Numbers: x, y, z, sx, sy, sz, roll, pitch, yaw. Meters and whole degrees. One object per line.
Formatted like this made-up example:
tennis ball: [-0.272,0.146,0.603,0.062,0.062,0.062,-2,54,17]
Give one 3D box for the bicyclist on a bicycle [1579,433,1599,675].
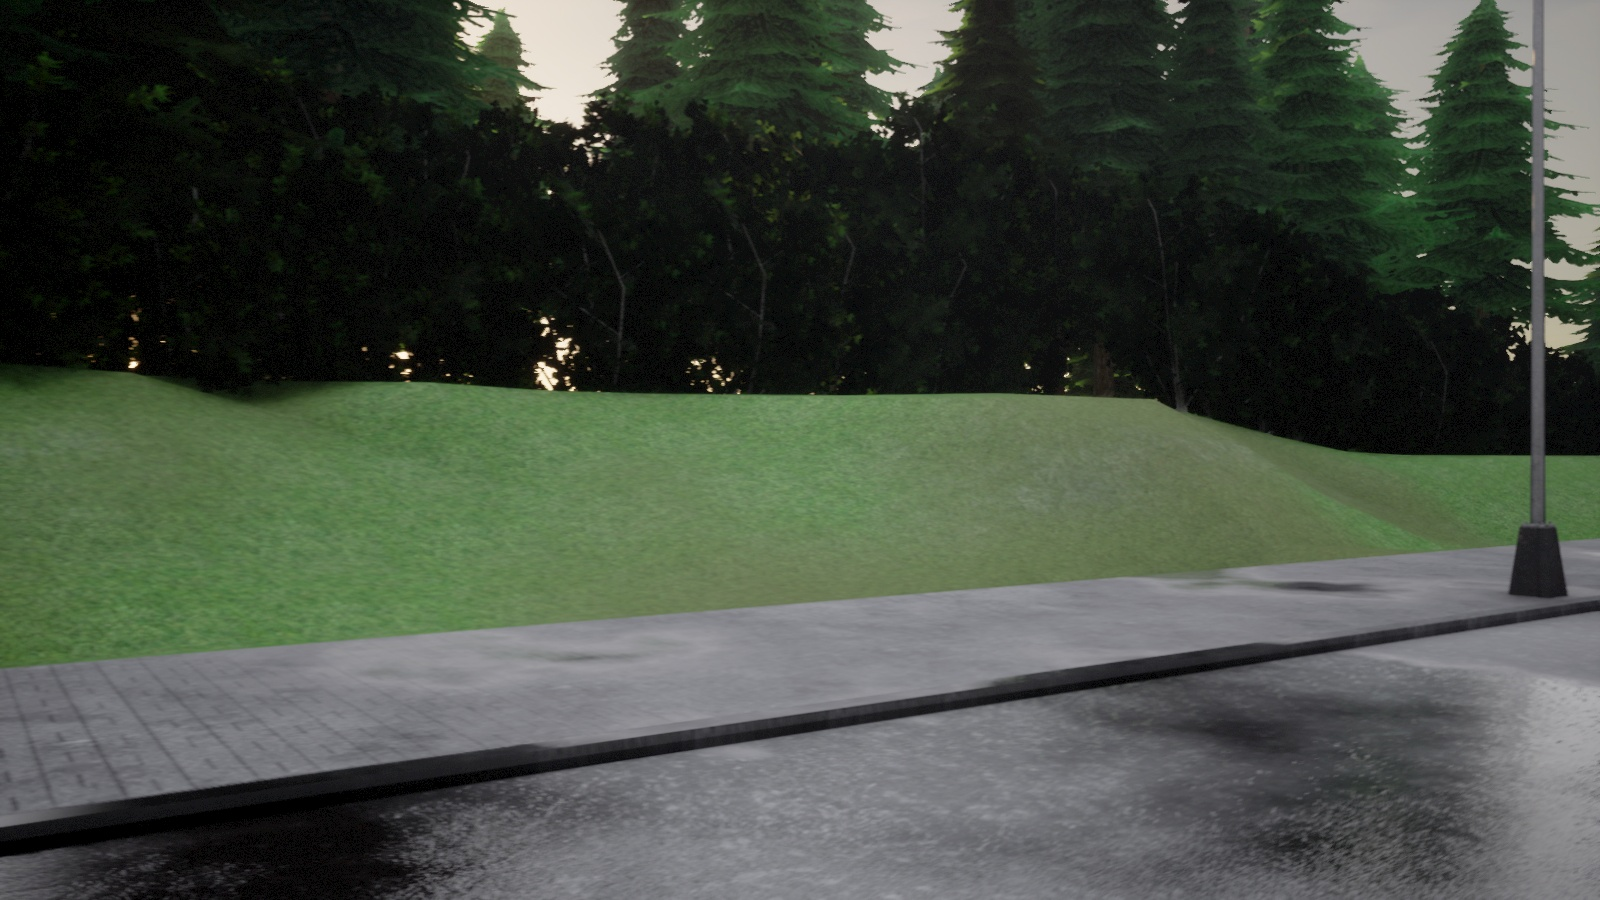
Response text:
bicyclist on a bicycle: [6.107,0.689,8.513,1.509,1.612,0.866,0,0,-35]
